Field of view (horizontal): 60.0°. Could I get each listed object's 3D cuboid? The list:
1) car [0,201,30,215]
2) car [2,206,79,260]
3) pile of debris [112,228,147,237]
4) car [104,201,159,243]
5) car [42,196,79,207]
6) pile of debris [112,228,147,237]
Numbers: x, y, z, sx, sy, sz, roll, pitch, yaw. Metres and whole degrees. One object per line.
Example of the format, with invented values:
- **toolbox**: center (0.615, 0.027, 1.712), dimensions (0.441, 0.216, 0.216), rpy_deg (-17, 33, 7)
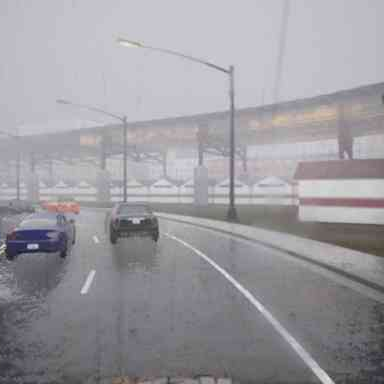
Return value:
- **car**: center (-15.980, 1.491, 30.102), dimensions (1.895, 1.301, 4.718), rpy_deg (0, 0, -45)
- **car**: center (-5.418, 1.477, 12.301), dimensions (1.812, 1.442, 4.674), rpy_deg (0, 0, -15)
- **pile of debris**: center (-3.277, 2.097, 17.277), dimensions (1.500, 0.140, 1.860), rpy_deg (0, 0, -22)
- **car**: center (-3.038, 1.278, 16.048), dimensions (2.097, 1.767, 4.553), rpy_deg (0, 0, -19)
- **car**: center (-12.434, 1.227, 31.251), dimensions (2.097, 1.767, 4.553), rpy_deg (-1, 0, -42)
- **pile of debris**: center (-3.277, 2.097, 17.277), dimensions (1.500, 0.140, 1.860), rpy_deg (0, 0, -22)
